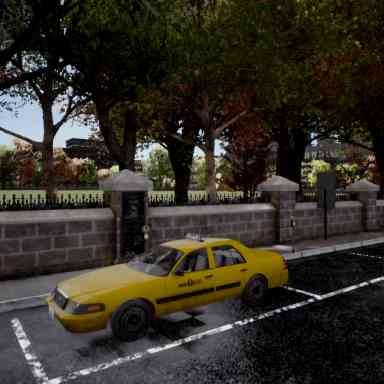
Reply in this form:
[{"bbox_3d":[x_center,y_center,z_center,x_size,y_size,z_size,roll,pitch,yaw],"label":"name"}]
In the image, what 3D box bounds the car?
[{"bbox_3d":[-0.171,1.525,6.448,4.829,1.417,1.752,0,0,-36],"label":"car"}]
